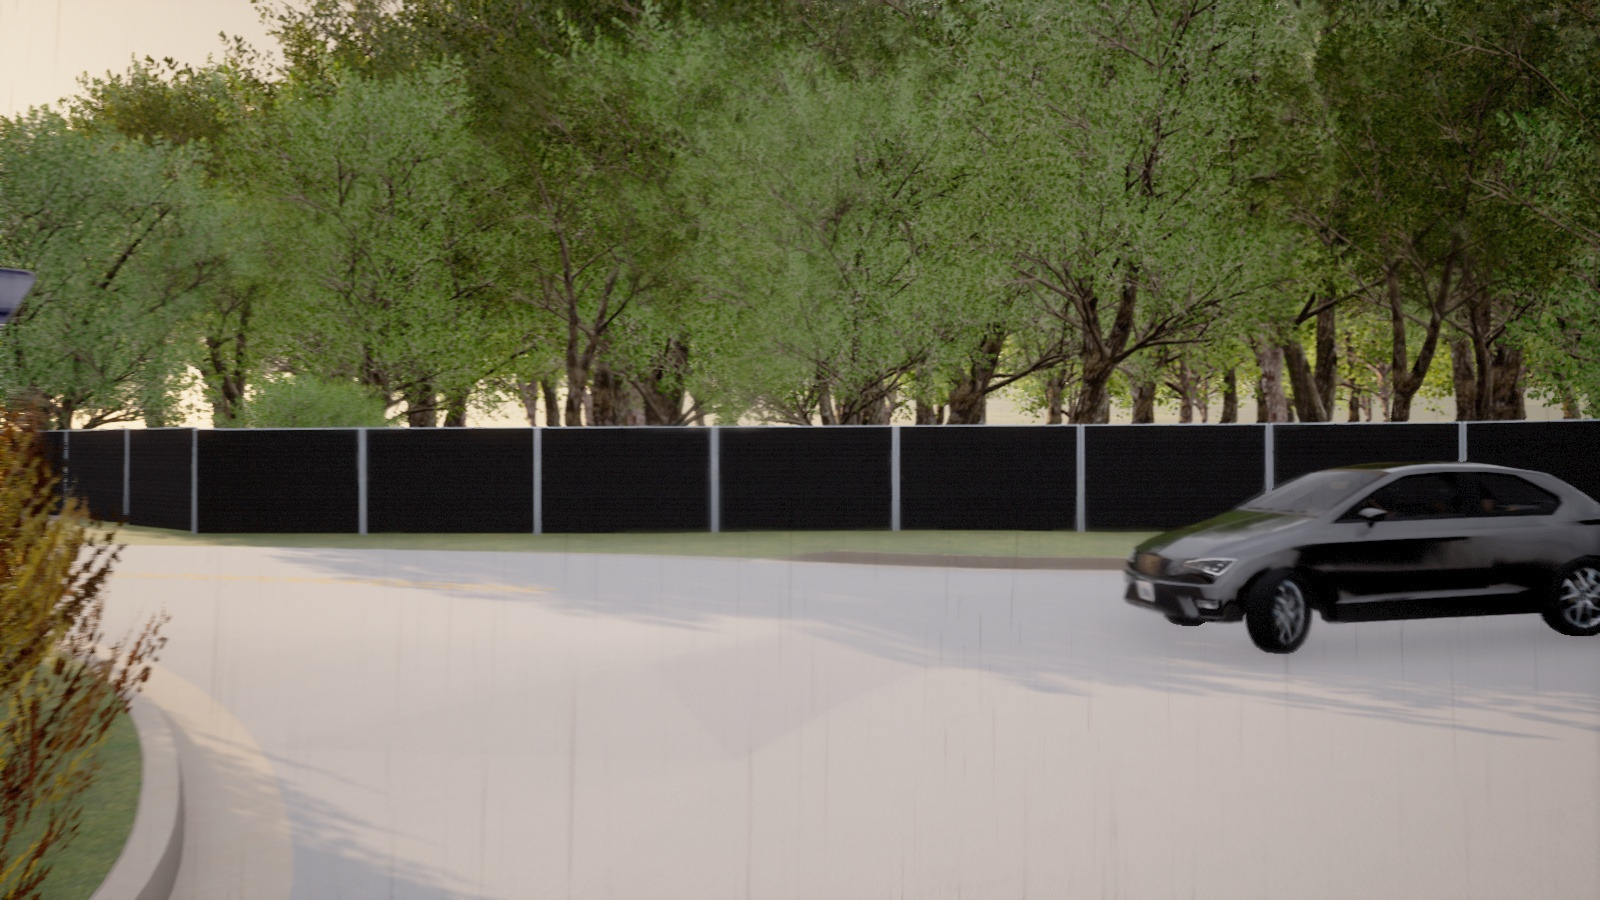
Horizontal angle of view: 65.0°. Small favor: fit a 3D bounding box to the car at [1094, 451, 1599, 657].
[{"bbox_3d":[4.938,0.808,10.994,4.193,1.474,1.816,-2,0,-11],"label":"car"}]
